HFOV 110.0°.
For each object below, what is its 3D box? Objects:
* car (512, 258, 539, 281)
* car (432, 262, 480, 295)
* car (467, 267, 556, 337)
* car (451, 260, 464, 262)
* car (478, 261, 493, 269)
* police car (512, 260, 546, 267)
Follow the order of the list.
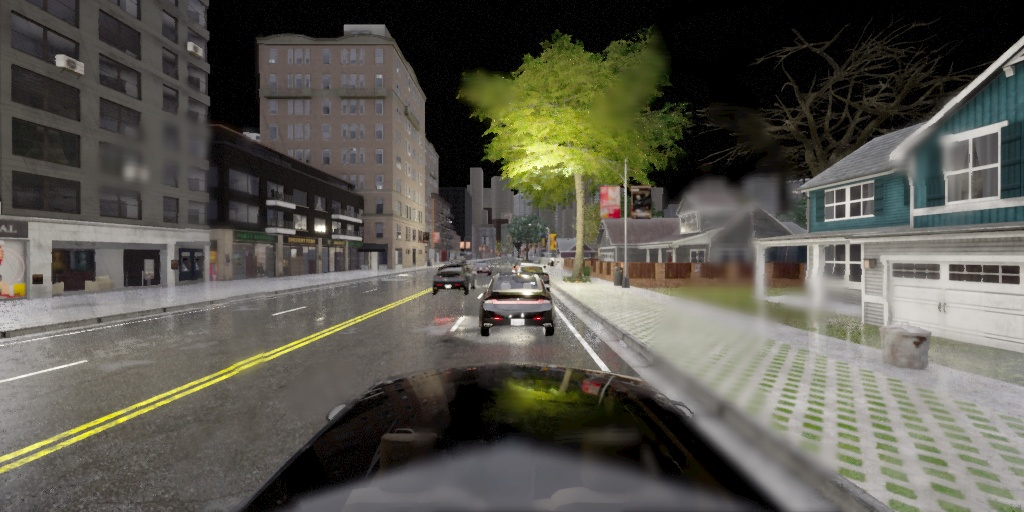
[{"bbox_3d":[1.082,1.081,30.424,2.097,1.767,4.553,0,0,0],"label":"car"},{"bbox_3d":[-3.082,1.242,19.749,1.837,1.490,4.892,0,-1,0],"label":"car"},{"bbox_3d":[0.131,1.239,10.315,2.128,1.511,4.902,0,0,0],"label":"car"},{"bbox_3d":[-6.469,1.325,36.753,1.895,1.301,4.718,0,0,0],"label":"car"},{"bbox_3d":[-3.015,1.271,37.167,2.033,1.411,5.357,0,0,0],"label":"car"},{"bbox_3d":[1.045,1.165,20.564,1.930,1.638,5.238,0,0,0],"label":"police car"}]
